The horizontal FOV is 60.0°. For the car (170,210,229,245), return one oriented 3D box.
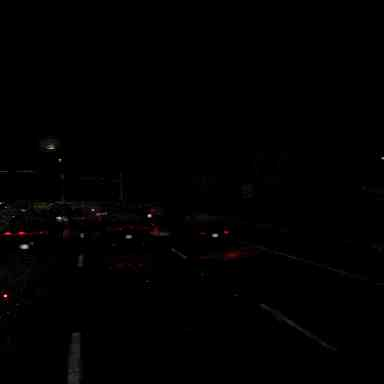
[{"bbox_3d":[0.258,1.597,15.897,1.812,1.442,4.674,-1,0,-17],"label":"car"}]

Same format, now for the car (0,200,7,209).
[{"bbox_3d":[-31.978,2.080,54.798,2.128,1.511,4.902,0,0,-18],"label":"car"}]

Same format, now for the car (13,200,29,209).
[{"bbox_3d":[-28.535,2.081,55.524,1.812,1.442,4.674,0,-1,-18],"label":"car"}]

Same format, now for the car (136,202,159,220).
[{"bbox_3d":[-4.247,1.692,29.788,1.837,1.490,4.892,-1,0,-17],"label":"car"}]

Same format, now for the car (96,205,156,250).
[{"bbox_3d":[-3.178,1.581,15.158,1.882,1.535,5.008,-1,0,-17],"label":"car"}]

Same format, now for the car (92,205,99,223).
[{"bbox_3d":[-7.283,1.754,27.763,2.033,1.411,5.357,0,0,-18],"label":"car"}]

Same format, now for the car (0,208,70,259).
[{"bbox_3d":[-6.283,1.619,13.360,2.128,1.511,4.902,0,0,-17],"label":"car"}]

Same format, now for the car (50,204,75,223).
[{"bbox_3d":[-10.907,1.749,27.633,1.837,1.490,4.892,-1,0,-17],"label":"car"}]
